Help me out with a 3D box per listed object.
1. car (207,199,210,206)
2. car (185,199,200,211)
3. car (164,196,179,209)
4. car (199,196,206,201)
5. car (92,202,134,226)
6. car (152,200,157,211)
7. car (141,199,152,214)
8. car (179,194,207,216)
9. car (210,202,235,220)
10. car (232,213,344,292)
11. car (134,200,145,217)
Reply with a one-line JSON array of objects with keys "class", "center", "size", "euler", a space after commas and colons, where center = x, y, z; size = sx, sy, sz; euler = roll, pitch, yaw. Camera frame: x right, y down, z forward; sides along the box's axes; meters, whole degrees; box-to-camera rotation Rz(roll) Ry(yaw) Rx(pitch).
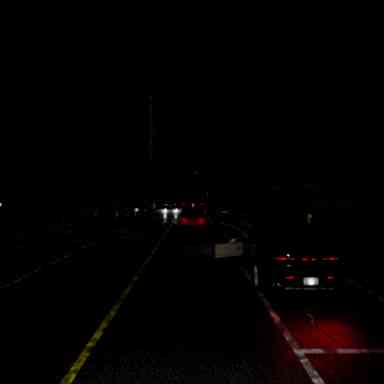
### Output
[{"class": "car", "center": [2.818, 1.679, 34.758], "size": [1.947, 1.339, 4.313], "euler": [0, 0, 0]}, {"class": "car", "center": [0.072, 1.711, 44.468], "size": [1.994, 1.385, 4.181], "euler": [0, 0, 0]}, {"class": "car", "center": [-2.925, 1.675, 47.627], "size": [1.837, 1.490, 4.892], "euler": [0, -1, 0]}, {"class": "car", "center": [2.916, 1.881, 93.952], "size": [2.008, 1.369, 4.403], "euler": [0, 0, 0]}, {"class": "car", "center": [-5.725, 1.516, 23.856], "size": [1.967, 1.590, 4.097], "euler": [0, 0, 0]}, {"class": "car", "center": [-5.698, 1.572, 40.227], "size": [1.967, 1.590, 4.097], "euler": [0, 0, 0]}, {"class": "car", "center": [-5.707, 1.658, 34.770], "size": [1.887, 1.381, 4.507], "euler": [0, 0, 0]}, {"class": "car", "center": [0.106, 1.331, 33.801], "size": [2.150, 2.045, 5.566], "euler": [0, 0, 0]}, {"class": "car", "center": [2.809, 1.621, 29.471], "size": [1.752, 1.417, 4.829], "euler": [0, 0, 0]}, {"class": "car", "center": [2.368, 1.533, 9.024], "size": [1.837, 1.490, 4.892], "euler": [0, 0, 0]}, {"class": "car", "center": [-5.716, 1.645, 29.313], "size": [2.008, 1.369, 4.403], "euler": [0, 0, 0]}]
